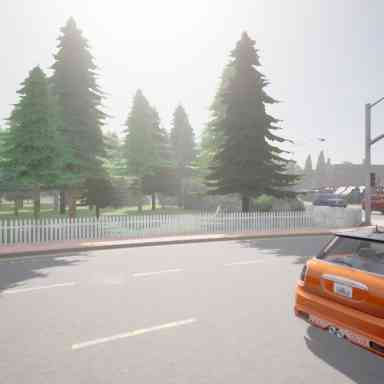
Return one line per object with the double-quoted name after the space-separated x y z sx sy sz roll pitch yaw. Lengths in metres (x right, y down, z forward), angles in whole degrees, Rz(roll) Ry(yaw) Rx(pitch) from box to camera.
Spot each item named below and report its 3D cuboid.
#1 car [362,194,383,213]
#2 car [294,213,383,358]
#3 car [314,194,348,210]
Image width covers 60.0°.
19.419 1.277 33.192 2.150 2.045 5.566 0 0 -7 "car"
3.966 1.352 5.453 4.553 1.767 2.097 0 0 -26 "car"
18.031 1.275 43.705 2.150 2.045 5.566 0 0 -8 "car"
